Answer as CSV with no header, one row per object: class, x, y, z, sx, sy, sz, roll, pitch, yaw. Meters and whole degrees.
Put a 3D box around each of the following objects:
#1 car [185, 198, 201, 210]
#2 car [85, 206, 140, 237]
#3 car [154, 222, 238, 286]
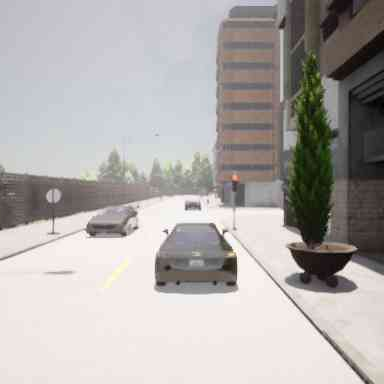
car,0.100,1.389,39.839,1.895,1.301,4.718,0,0,0
car,-4.020,1.452,17.844,2.033,1.411,5.357,0,0,1
car,0.098,1.514,9.277,1.994,1.385,4.181,0,0,0
